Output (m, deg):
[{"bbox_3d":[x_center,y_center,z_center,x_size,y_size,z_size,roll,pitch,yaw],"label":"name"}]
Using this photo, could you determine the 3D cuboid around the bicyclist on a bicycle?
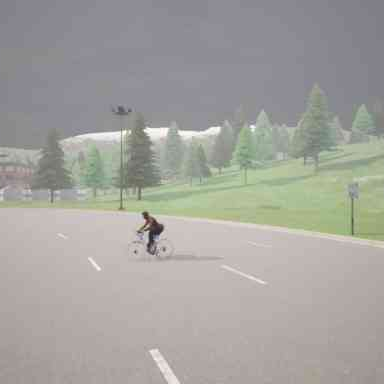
[{"bbox_3d":[-1.377,1.453,10.951,1.656,1.620,0.582,-1,0,-25],"label":"bicyclist on a bicycle"}]
